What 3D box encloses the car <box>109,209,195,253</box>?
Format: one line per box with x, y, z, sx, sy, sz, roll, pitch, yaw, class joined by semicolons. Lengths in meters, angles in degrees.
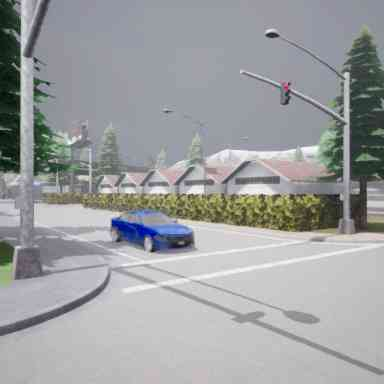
-1.843;1.542;14.138;1.882;1.535;5.008;0;1;-36;car
